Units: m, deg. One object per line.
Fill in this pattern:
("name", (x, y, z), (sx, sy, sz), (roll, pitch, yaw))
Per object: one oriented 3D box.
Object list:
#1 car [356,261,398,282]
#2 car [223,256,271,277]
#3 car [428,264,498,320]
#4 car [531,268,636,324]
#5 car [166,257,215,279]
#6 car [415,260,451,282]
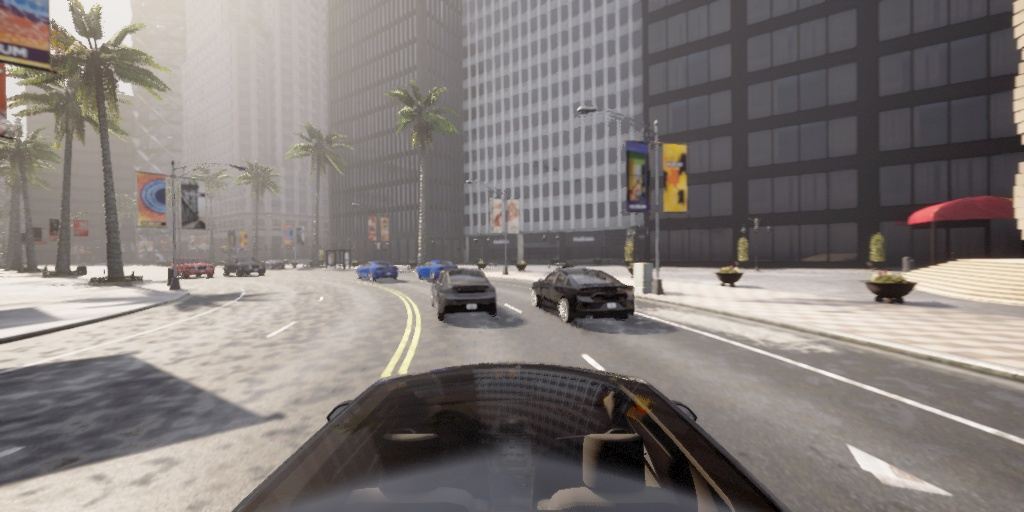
("car", (-10.764, 1.160, 28.428), (1.882, 1.535, 5.008), (-1, 0, -41))
("car", (-27.482, 1.055, 36.752), (5.566, 2.045, 2.150), (-1, 0, 33))
("car", (-1.811, 1.194, 12.605), (1.837, 1.490, 4.892), (0, 0, -16))
("car", (2.042, 1.125, 11.736), (1.882, 1.535, 5.008), (-1, 0, -13))
("car", (-31.227, 1.115, 35.003), (5.566, 2.045, 2.150), (-1, 0, 33))
("car", (-5.944, 1.102, 28.050), (1.882, 1.535, 5.008), (-1, 0, -37))
